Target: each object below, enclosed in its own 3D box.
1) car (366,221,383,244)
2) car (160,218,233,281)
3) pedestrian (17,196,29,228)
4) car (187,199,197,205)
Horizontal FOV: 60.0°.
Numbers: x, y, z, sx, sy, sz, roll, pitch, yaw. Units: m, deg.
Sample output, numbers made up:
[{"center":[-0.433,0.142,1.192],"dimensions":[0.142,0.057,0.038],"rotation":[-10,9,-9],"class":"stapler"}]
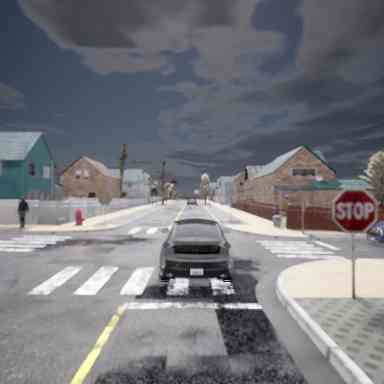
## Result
[{"center":[10.967,1.730,16.028],"dimensions":[4.553,1.767,2.097],"rotation":[1,-1,1],"class":"car"},{"center":[0.110,1.551,9.971],"dimensions":[1.837,1.490,4.892],"rotation":[1,0,0],"class":"car"},{"center":[-9.628,1.115,18.903],"dimensions":[0.375,1.860,0.375],"rotation":[0,-2,0],"class":"pedestrian"},{"center":[0.004,2.014,67.941],"dimensions":[1.994,1.385,4.181],"rotation":[0,-1,0],"class":"car"}]
